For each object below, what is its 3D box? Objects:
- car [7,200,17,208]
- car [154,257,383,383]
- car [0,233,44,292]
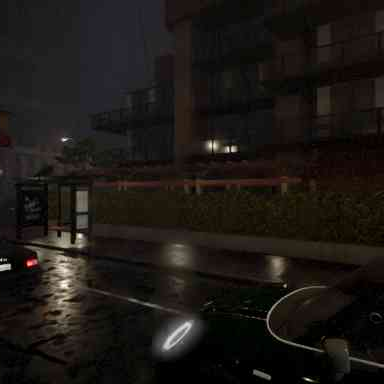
[{"bbox_3d":[-24.604,1.478,49.108,1.882,1.535,5.008,0,0,35],"label":"car"},{"bbox_3d":[1.850,1.352,2.685,4.553,1.767,2.097,0,0,35],"label":"car"},{"bbox_3d":[-5.768,1.547,8.061,5.357,1.411,2.033,0,0,36],"label":"car"}]
